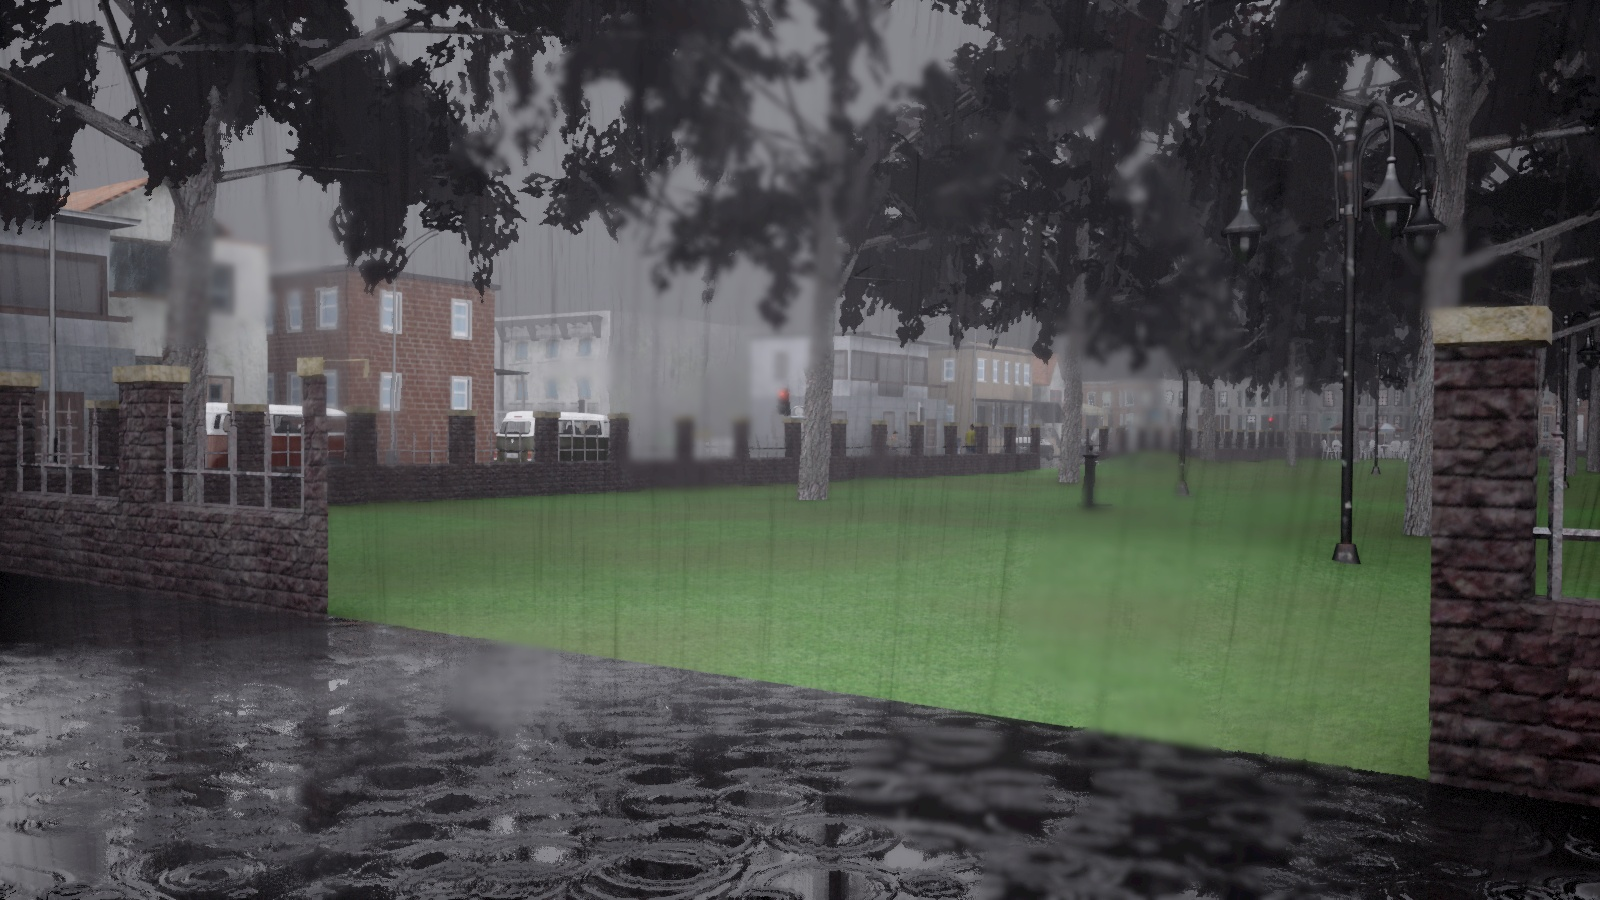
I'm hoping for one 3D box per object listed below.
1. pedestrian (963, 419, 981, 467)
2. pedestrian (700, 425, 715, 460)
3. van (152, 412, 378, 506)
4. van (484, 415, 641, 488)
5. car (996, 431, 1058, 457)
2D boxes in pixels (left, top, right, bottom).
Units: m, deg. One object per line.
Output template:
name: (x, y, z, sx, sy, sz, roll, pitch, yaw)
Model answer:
pedestrian: (6.531, -0.268, 47.633, 0.354, 1.836, 0.706, 0, 1, 35)
pedestrian: (-4.891, -0.419, 66.223, 0.431, 1.840, 0.709, -1, 1, -44)
van: (-12.479, 0.164, 29.562, 2.069, 2.038, 4.480, 0, 1, 33)
van: (-7.002, 0.007, 37.457, 2.069, 2.038, 4.480, 0, 1, 33)
car: (13.397, -0.373, 73.902, 1.812, 1.442, 4.674, 0, 1, 35)
